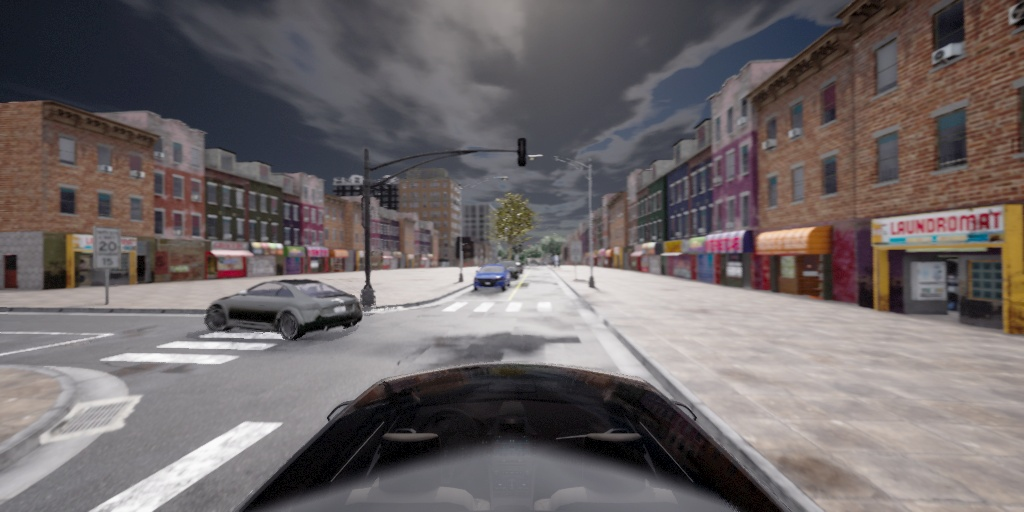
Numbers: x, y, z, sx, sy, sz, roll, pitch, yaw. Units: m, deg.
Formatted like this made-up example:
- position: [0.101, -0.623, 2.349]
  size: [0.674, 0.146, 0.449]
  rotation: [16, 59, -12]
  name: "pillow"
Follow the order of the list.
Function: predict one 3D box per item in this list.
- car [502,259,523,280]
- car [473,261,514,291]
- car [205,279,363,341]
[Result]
- position: [-0.426, 1.154, 32.246]
  size: [2.097, 1.767, 4.553]
  rotation: [-1, 0, 4]
  name: "car"
- position: [-1.158, 1.261, 22.438]
  size: [1.882, 1.535, 5.008]
  rotation: [-1, 0, 5]
  name: "car"
- position: [-6.243, 1.326, 9.856]
  size: [4.181, 1.385, 1.994]
  rotation: [0, 0, 21]
  name: "car"
